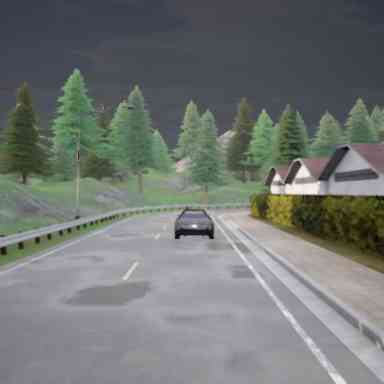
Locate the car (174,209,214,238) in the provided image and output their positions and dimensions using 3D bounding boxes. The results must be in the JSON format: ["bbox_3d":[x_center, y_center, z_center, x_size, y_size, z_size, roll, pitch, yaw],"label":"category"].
[{"bbox_3d":[0.114,1.575,17.593,1.994,1.385,4.181,0,0,0],"label":"car"}]
